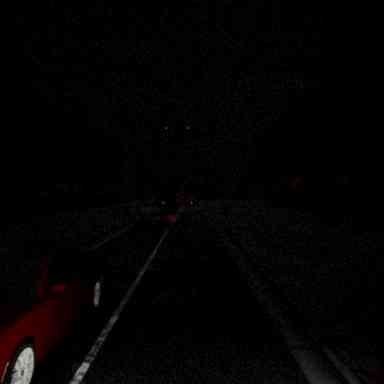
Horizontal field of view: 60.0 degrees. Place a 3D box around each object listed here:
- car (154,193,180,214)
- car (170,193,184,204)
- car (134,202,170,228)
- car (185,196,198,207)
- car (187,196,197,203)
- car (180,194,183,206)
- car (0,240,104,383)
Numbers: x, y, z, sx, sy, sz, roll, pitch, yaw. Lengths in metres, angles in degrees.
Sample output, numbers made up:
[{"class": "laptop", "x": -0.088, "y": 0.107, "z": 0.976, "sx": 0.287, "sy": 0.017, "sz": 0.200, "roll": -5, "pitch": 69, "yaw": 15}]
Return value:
[{"class": "car", "x": -2.775, "y": 1.159, "z": 34.994, "sx": 2.150, "sy": 2.045, "sz": 5.566, "roll": 0, "pitch": 0, "yaw": 0}, {"class": "car", "x": -2.660, "y": 1.223, "z": 60.335, "sx": 2.192, "sy": 1.841, "sz": 5.009, "roll": 1, "pitch": 0, "yaw": 0}, {"class": "car", "x": -2.636, "y": 1.538, "z": 21.609, "sx": 1.802, "sy": 1.307, "sz": 4.206, "roll": 1, "pitch": 0, "yaw": 0}, {"class": "car", "x": -0.035, "y": 1.374, "z": 49.349, "sx": 1.882, "sy": 1.535, "sz": 5.008, "roll": 0, "pitch": 0, "yaw": 0}, {"class": "car", "x": -0.050, "y": 1.442, "z": 68.154, "sx": 1.994, "sy": 1.385, "sz": 4.181, "roll": 0, "pitch": 0, "yaw": 0}, {"class": "car", "x": -2.655, "y": 1.227, "z": 54.803, "sx": 2.192, "sy": 1.841, "sz": 5.009, "roll": 1, "pitch": 0, "yaw": 0}, {"class": "car", "x": -2.623, "y": 1.534, "z": 5.011, "sx": 1.887, "sy": 1.381, "sz": 4.507, "roll": 1, "pitch": 0, "yaw": 0}]
